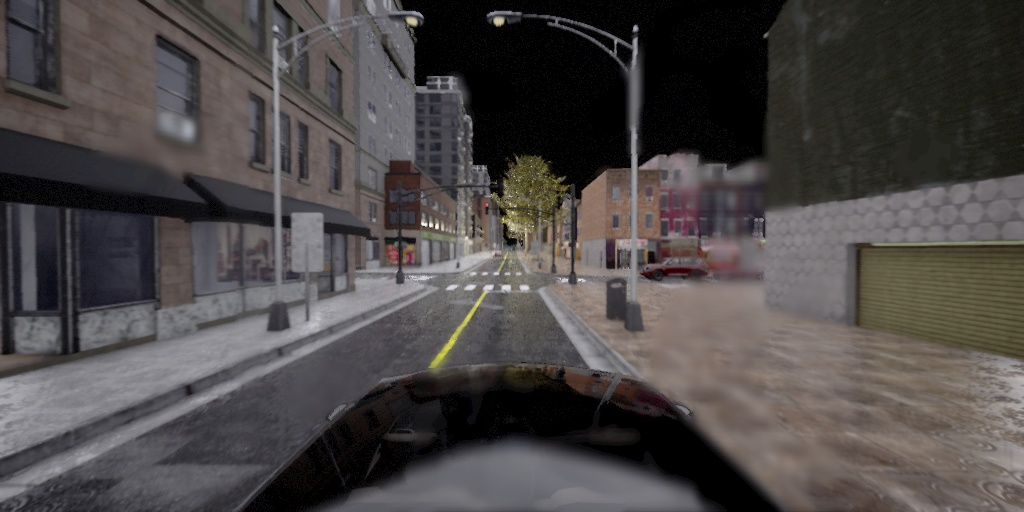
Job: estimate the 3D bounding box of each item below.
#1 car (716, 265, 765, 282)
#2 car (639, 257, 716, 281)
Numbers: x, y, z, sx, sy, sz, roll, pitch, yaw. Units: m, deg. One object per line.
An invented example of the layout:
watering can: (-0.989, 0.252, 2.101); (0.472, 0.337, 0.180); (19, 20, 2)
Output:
car: (18.100, 1.331, 28.130); (4.207, 1.307, 1.802); (0, 0, 0)
car: (12.698, 0.987, 28.120); (5.009, 1.841, 2.192); (0, 0, 0)
